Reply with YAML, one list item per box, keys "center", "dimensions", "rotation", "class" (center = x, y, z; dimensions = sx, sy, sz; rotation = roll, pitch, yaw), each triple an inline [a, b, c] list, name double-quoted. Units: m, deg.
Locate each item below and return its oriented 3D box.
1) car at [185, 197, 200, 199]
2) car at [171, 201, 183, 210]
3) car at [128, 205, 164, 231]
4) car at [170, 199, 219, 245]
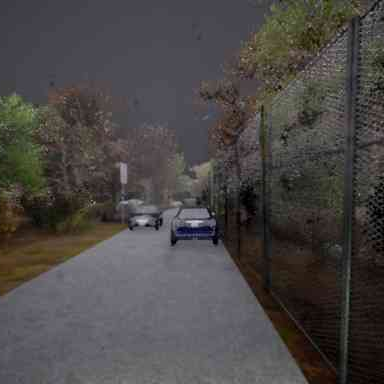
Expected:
- center: [0.032, 1.588, 38.318]
  dimensions: [2.150, 2.045, 5.566]
  rotation: [0, -1, 0]
  class: "car"
- center: [-2.831, 2.477, 62.339]
  dimensions: [1.837, 1.490, 4.892]
  rotation: [0, -2, 2]
  class: "car"
- center: [-2.892, 1.613, 21.692]
  dimensions: [2.128, 1.511, 4.902]
  rotation: [0, -1, 0]
  class: "car"
- center: [0.095, 1.412, 16.102]
  dimensions: [2.097, 1.767, 4.553]
  rotation: [-1, 0, -1]
  class: "car"
